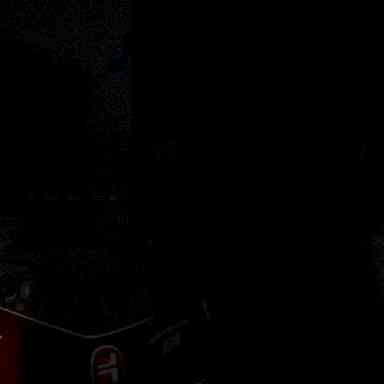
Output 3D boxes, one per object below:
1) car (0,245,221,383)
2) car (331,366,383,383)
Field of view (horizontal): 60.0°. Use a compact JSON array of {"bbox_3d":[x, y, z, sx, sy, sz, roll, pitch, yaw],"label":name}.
[{"bbox_3d":[-1.774,1.419,4.211,4.097,1.590,1.967,0,0,35],"label":"car"},{"bbox_3d":[2.666,1.554,1.074,4.507,1.381,1.887,0,0,35],"label":"car"}]
